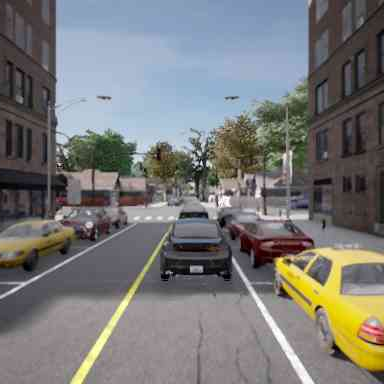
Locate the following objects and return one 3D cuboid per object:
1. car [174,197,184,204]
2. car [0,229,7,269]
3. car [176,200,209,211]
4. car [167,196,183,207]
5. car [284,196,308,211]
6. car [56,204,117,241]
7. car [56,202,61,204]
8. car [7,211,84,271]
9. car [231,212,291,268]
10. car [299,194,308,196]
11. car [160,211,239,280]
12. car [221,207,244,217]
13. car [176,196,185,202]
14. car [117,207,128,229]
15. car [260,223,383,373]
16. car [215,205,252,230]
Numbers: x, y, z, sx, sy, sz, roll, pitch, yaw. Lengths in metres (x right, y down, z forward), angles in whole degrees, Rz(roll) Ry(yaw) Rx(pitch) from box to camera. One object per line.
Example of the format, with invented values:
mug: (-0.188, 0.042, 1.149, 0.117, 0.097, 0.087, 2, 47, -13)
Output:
car: (-3.026, 1.843, 77.073, 2.128, 1.511, 4.902, 0, 0, 0)
car: (-5.385, 1.460, 5.737, 1.967, 1.590, 4.097, 0, 0, 0)
car: (0.117, 1.556, 22.280, 1.882, 1.535, 5.008, 0, 0, 0)
car: (-3.081, 1.747, 56.841, 1.812, 1.442, 4.674, 0, 0, 2)
car: (14.276, 1.582, 42.010, 4.674, 1.442, 1.812, 0, 0, -2)
car: (-5.379, 1.499, 16.775, 1.967, 1.590, 4.097, 0, 0, 0)
car: (-18.008, 1.459, 38.590, 5.566, 2.045, 2.150, 0, 0, 0)
car: (-5.382, 1.563, 11.086, 1.752, 1.417, 4.829, 0, 0, 0)
car: (2.643, 1.584, 11.254, 1.887, 1.381, 4.507, 0, 0, 0)
car: (15.480, 1.282, 45.258, 5.566, 2.045, 2.150, 0, 0, 0)
car: (0.104, 1.539, 10.066, 1.837, 1.490, 4.892, 0, 0, 0)
car: (2.646, 1.641, 16.772, 1.802, 1.307, 4.206, 0, 0, 0)
car: (-3.047, 1.894, 87.329, 2.128, 1.511, 4.902, 0, 0, 0)
car: (-5.377, 1.660, 22.294, 1.802, 1.307, 4.206, 0, 0, 0)
car: (2.640, 1.546, 5.906, 1.752, 1.417, 4.829, 0, 0, 0)
car: (2.649, 1.644, 22.291, 1.947, 1.339, 4.313, 0, 0, 0)
